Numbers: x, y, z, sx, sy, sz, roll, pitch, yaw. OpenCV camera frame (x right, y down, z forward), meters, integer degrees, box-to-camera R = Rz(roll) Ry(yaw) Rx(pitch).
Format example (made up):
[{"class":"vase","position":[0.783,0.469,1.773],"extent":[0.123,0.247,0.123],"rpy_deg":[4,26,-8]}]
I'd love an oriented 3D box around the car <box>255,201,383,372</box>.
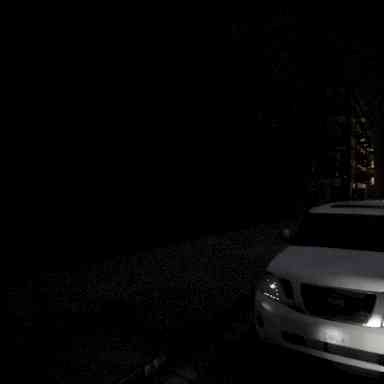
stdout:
[{"class":"car","position":[3.016,1.222,5.963],"extent":[2.150,2.045,5.566],"rpy_deg":[0,0,32]}]
